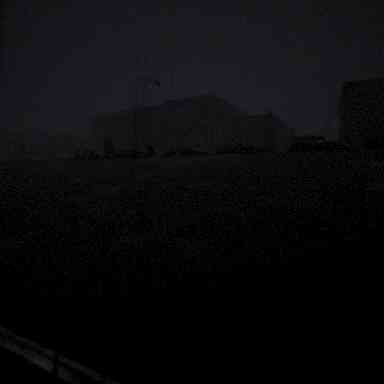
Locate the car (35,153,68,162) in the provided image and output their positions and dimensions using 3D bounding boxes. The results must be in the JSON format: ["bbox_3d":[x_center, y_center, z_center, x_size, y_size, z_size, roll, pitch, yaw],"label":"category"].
[{"bbox_3d":[-15.090,-3.692,37.906,5.008,1.535,2.097,1,1,32],"label":"car"}]

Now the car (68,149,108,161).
[{"bbox_3d":[-10.336,-3.727,35.090,4.553,1.767,2.185,1,1,31],"label":"car"}]

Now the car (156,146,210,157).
[{"bbox_3d":[-0.478,-3.379,29.683,4.674,1.452,2.002,1,1,28],"label":"car"}]

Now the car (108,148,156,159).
[{"bbox_3d":[-5.342,-3.479,32.290,4.792,1.488,2.163,1,1,29],"label":"car"}]

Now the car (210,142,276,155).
[{"bbox_3d":[4.354,-3.329,27.225,4.892,1.521,2.231,1,1,27],"label":"car"}]

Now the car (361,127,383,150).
[{"bbox_3d":[14.536,-3.337,22.443,5.566,2.045,2.435,1,1,25],"label":"car"}]

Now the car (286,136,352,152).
[{"bbox_3d":[9.435,-3.344,24.782,4.553,1.767,2.185,1,1,26],"label":"car"}]

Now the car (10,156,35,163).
[{"bbox_3d":[-19.802,-3.742,40.835,4.674,1.452,2.002,1,1,33],"label":"car"}]

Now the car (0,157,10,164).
[{"bbox_3d":[-24.449,-3.867,43.863,4.892,1.521,2.231,1,1,34],"label":"car"}]
